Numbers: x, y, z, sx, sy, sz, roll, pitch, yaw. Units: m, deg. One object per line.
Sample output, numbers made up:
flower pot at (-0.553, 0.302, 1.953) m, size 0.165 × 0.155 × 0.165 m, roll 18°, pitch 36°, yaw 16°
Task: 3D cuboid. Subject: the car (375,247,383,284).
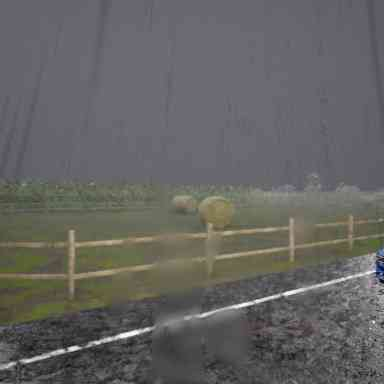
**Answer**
car at (6.748, 1.588, 8.702) m, size 5.008 × 1.535 × 1.882 m, roll 1°, pitch -1°, yaw -35°
